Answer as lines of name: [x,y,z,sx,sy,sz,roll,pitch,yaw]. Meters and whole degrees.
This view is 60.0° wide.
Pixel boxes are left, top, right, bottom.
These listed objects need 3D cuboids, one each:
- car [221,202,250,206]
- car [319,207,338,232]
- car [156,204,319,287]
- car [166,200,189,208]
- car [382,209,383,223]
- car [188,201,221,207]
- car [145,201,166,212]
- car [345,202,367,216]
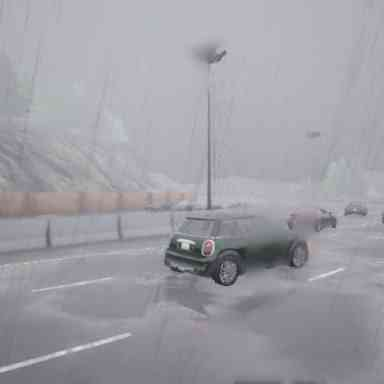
car: [5.232,1.753,35.501,1.994,1.385,4.181,0,0,32]
car: [7.565,1.634,20.802,1.812,1.442,4.674,0,0,41]
car: [1.473,1.405,9.819,4.553,1.767,2.097,0,0,-39]
car: [-0.613,1.739,39.265,1.812,1.442,4.674,0,0,32]
car: [15.978,1.678,25.936,2.033,1.411,5.357,0,0,34]
car: [1.907,1.724,36.745,1.812,1.442,4.674,0,0,33]
car: [-3.491,1.772,41.070,2.033,1.411,5.357,0,0,32]
car: [17.128,1.741,34.718,1.994,1.385,4.181,0,0,29]
